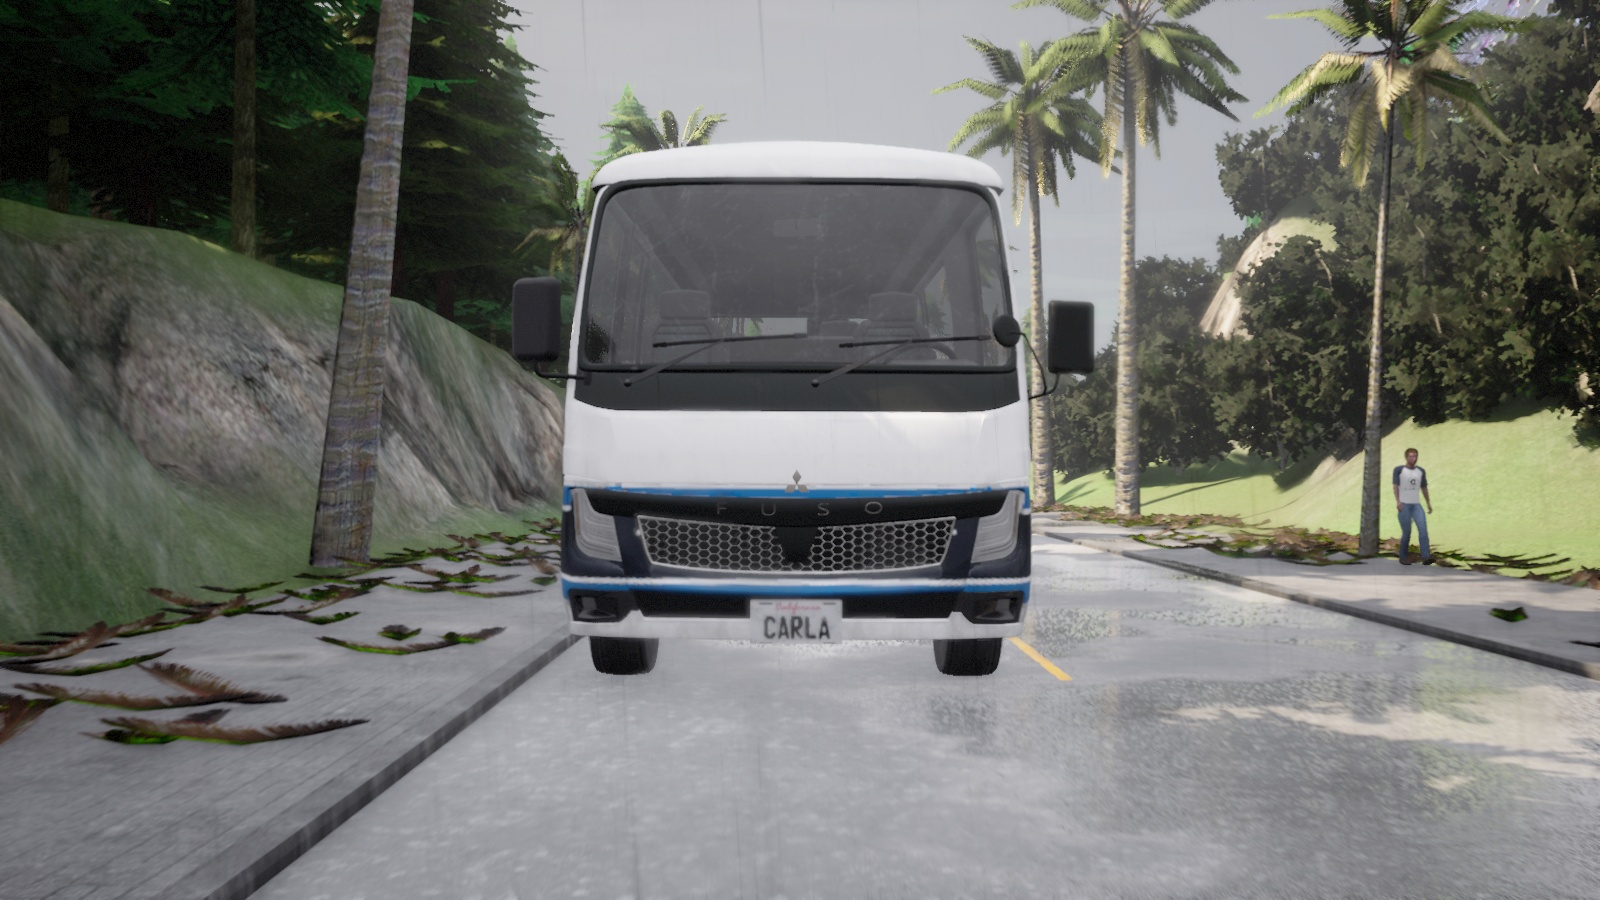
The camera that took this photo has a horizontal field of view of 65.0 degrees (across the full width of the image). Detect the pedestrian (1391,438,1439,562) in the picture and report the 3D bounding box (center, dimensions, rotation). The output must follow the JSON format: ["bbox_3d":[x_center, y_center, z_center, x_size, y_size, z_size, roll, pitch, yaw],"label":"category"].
[{"bbox_3d":[9.279,0.744,18.962,0.354,1.836,0.706,0,-1,0],"label":"pedestrian"}]

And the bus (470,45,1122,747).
[{"bbox_3d":[-0.033,-0.349,12.775,3.944,4.253,10.273,0,0,0],"label":"bus"}]
